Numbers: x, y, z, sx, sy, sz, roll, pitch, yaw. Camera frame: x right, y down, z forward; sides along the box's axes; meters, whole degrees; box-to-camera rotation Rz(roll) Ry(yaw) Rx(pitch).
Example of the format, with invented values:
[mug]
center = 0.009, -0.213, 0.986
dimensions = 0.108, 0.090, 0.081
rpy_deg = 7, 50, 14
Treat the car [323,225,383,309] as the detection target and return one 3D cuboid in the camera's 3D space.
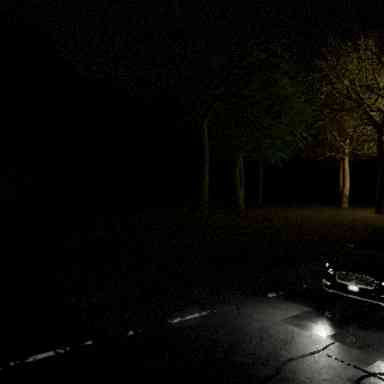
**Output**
[car]
center = 4.931, 1.504, 7.485
dimensions = 4.892, 1.490, 1.837
rpy_deg = 0, 0, -35
